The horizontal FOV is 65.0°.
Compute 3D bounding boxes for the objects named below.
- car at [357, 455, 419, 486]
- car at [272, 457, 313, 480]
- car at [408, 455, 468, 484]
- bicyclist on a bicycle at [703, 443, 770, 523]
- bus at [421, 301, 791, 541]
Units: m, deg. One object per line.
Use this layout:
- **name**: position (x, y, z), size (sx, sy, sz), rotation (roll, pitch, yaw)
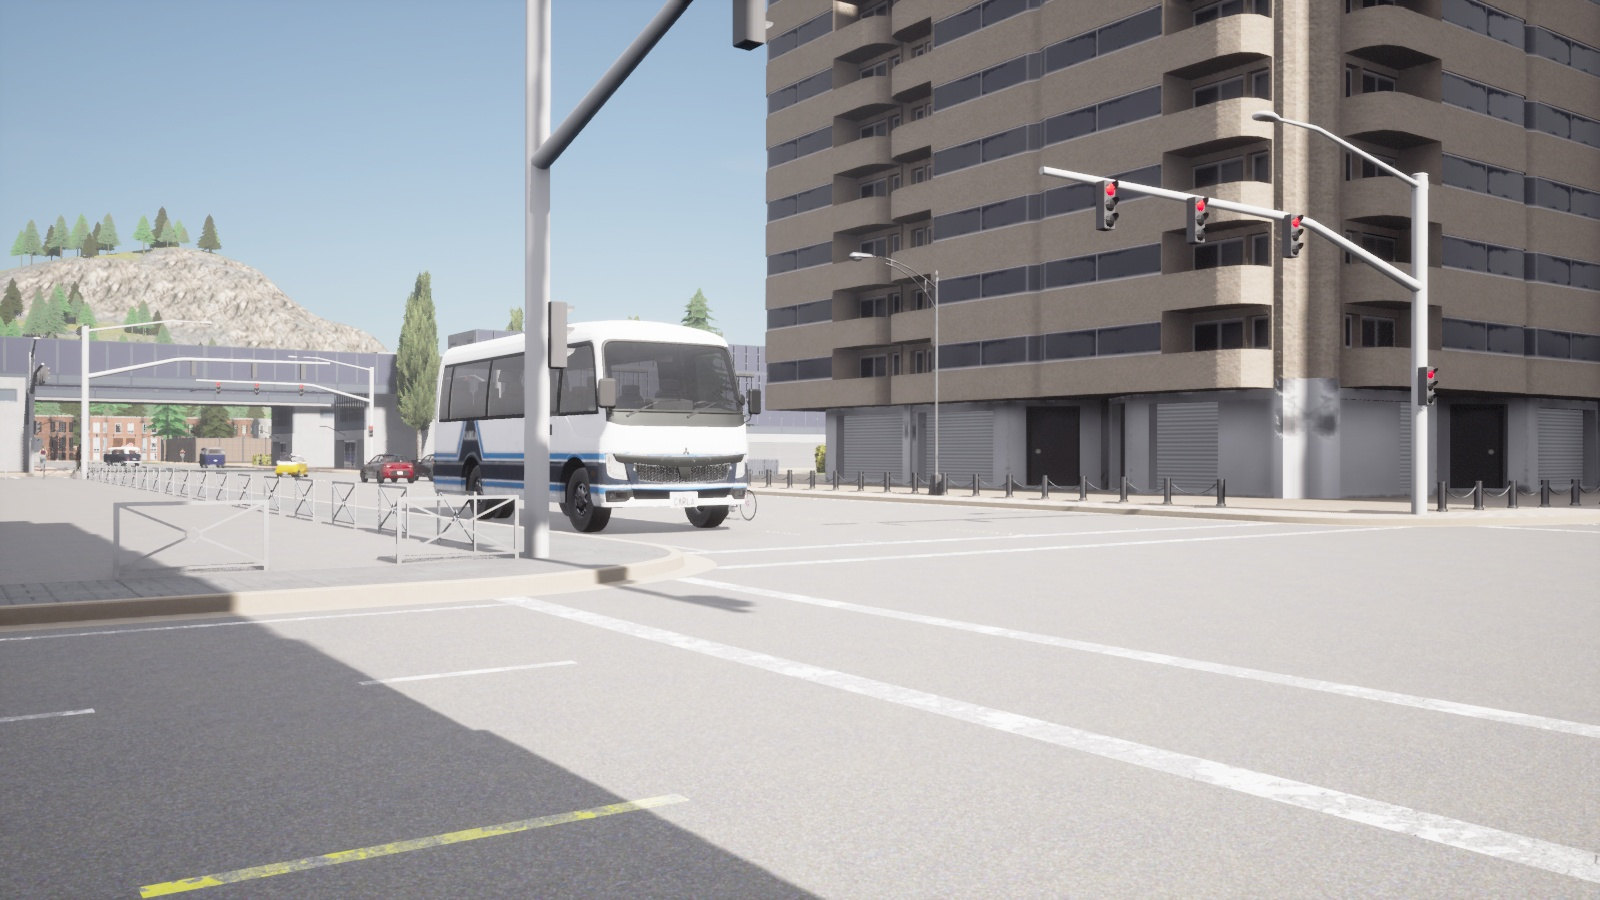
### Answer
- **car**: position (-20.704, 1.012, 63.020), size (1.816, 1.474, 4.193), rotation (0, 0, -35)
- **car**: position (-30.528, 1.105, 75.576), size (1.481, 1.376, 2.207), rotation (-1, 0, 2)
- **car**: position (-19.461, 1.020, 67.379), size (1.816, 1.474, 4.193), rotation (0, 0, -35)
- **bicyclist on a bicycle**: position (-1.488, 0.745, 29.055), size (0.659, 1.776, 1.843), rotation (0, 0, -35)
- **bus**: position (-4.724, -0.499, 27.581), size (3.944, 4.253, 10.273), rotation (0, 0, -35)
